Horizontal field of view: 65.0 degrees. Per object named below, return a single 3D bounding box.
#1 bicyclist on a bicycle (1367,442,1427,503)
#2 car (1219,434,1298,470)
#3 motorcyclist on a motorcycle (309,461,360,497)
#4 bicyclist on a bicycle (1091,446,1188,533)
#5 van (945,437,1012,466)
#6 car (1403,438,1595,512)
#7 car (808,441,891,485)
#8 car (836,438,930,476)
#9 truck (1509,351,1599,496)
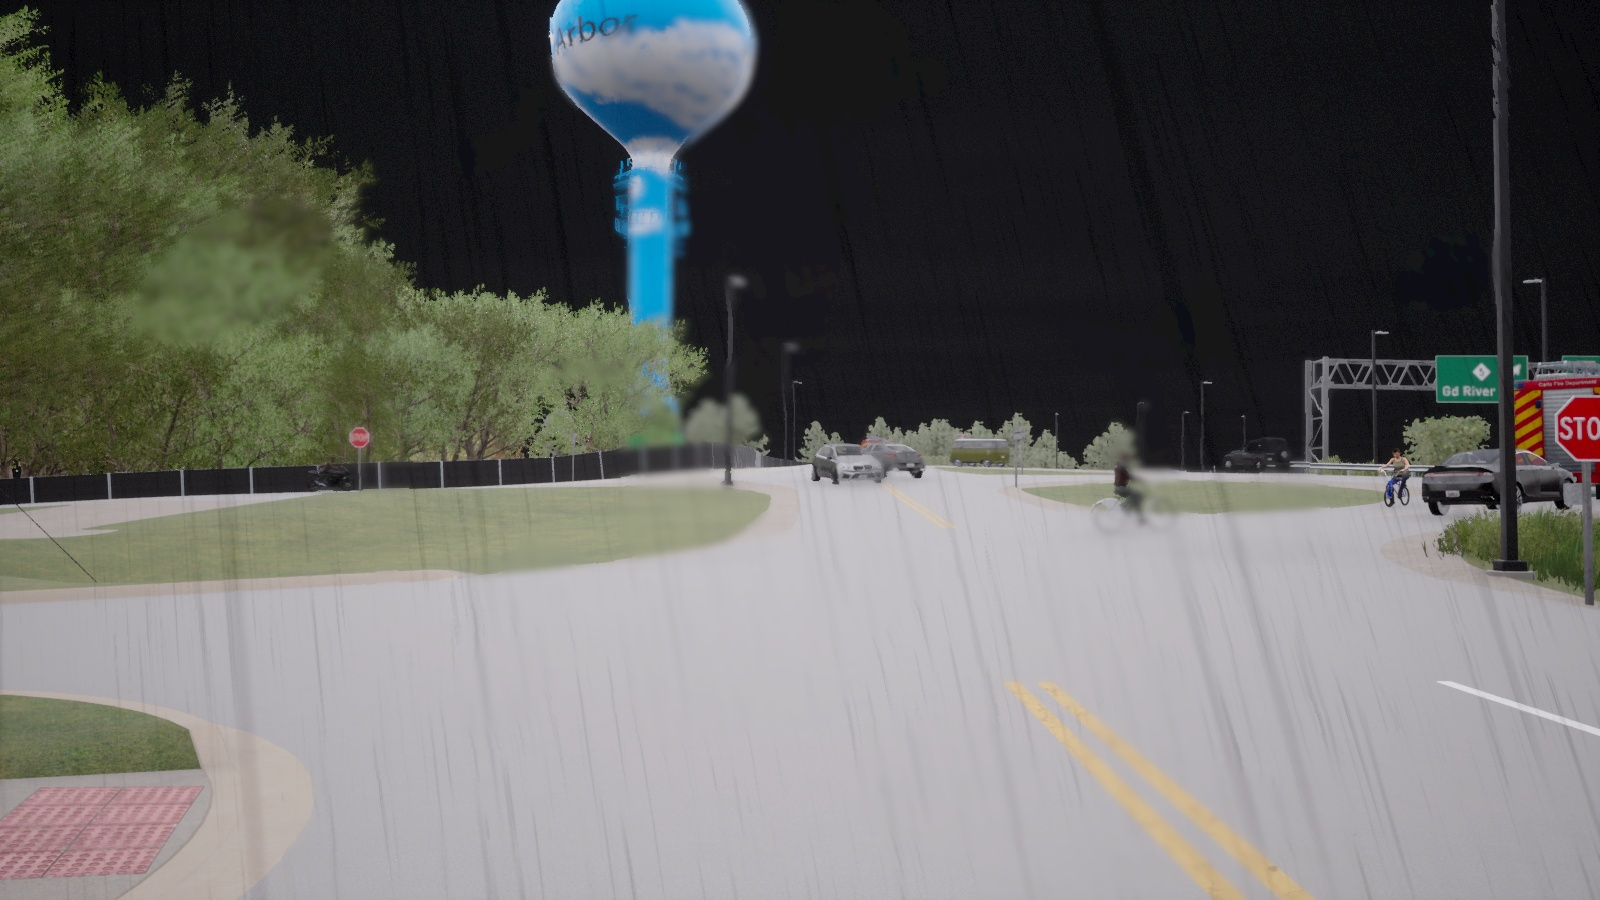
[{"bbox_3d":[16.471,0.621,34.637,1.509,1.612,0.866,-2,-1,-41],"label":"bicyclist on a bicycle"},{"bbox_3d":[24.854,0.143,68.165,1.905,1.878,3.866,1,-1,-22],"label":"car"},{"bbox_3d":[-20.498,1.269,55.312,2.044,1.523,0.797,-2,1,-18],"label":"motorcyclist on a motorcycle"},{"bbox_3d":[7.375,0.852,27.313,1.843,1.776,0.659,-3,-2,-5],"label":"bicyclist on a bicycle"},{"bbox_3d":[12.275,0.115,86.578,1.775,1.987,4.442,1,-1,-43],"label":"van"},{"bbox_3d":[16.470,0.558,29.489,4.902,1.511,2.128,-2,-1,-38],"label":"car"},{"bbox_3d":[2.050,0.500,53.540,2.242,1.667,4.611,-1,2,-16],"label":"car"},{"bbox_3d":[3.827,0.293,59.070,2.152,1.651,5.027,-1,1,-27],"label":"car"},{"bbox_3d":[23.887,-0.755,36.646,8.468,3.827,2.891,-1,-1,-42],"label":"truck"}]
